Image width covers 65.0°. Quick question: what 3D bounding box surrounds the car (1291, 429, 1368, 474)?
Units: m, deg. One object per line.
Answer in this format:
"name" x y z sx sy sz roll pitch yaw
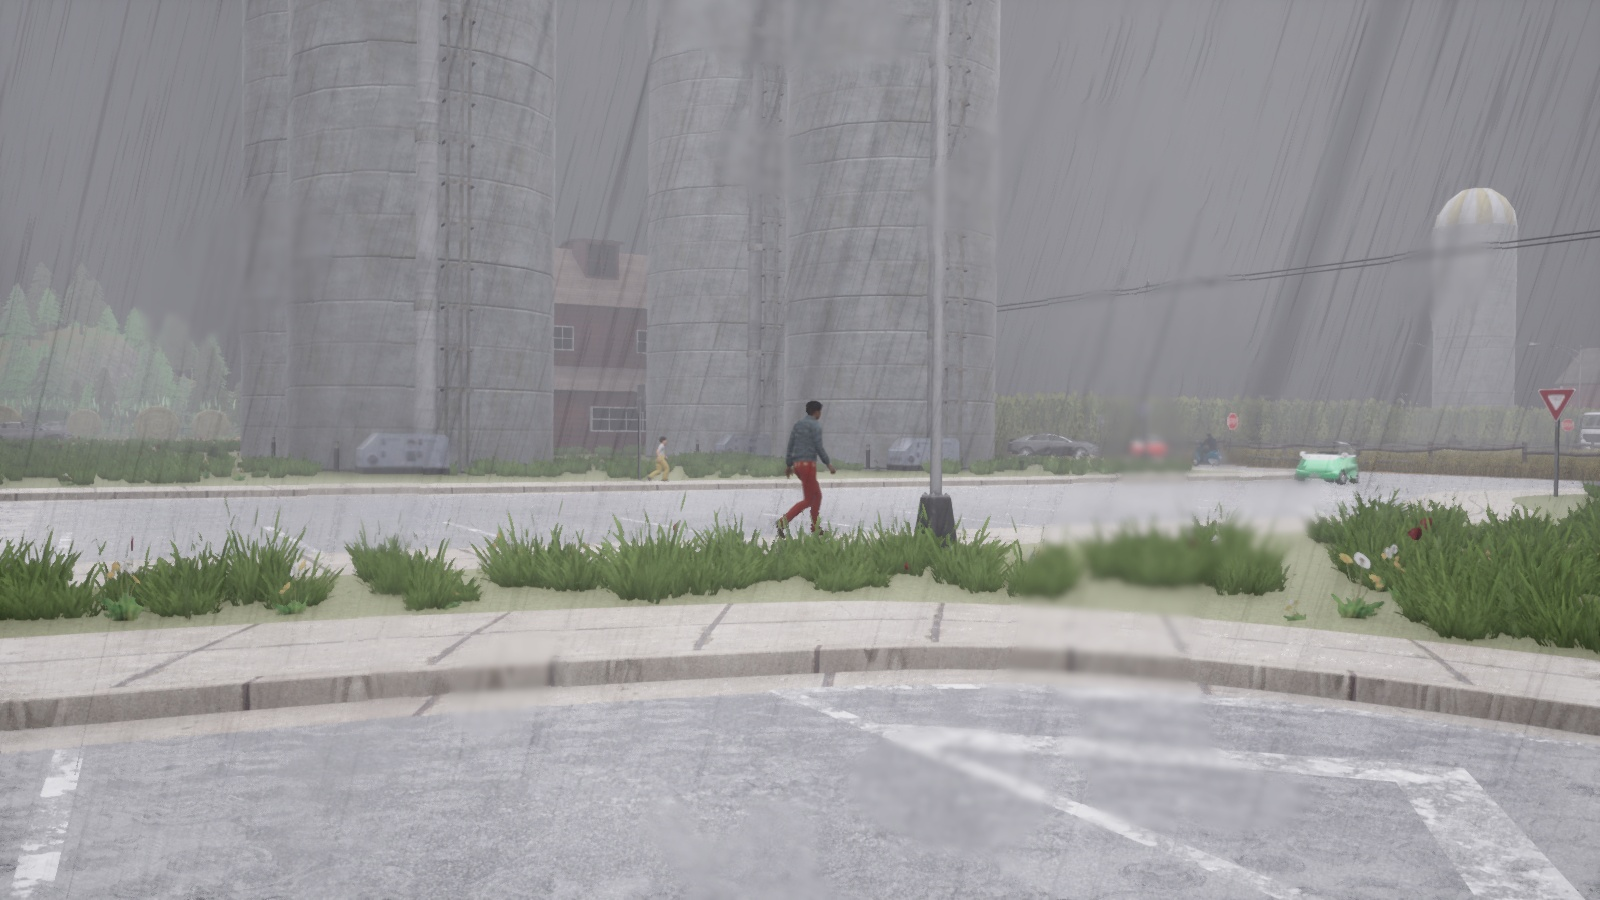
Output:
"car" 16.825 0.023 39.871 2.207 1.376 1.481 -1 1 -43

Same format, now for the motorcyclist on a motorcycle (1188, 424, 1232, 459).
"motorcyclist on a motorcycle" 18.786 -0.388 57.579 0.866 1.590 1.817 -1 1 -29

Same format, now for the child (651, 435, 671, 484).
"child" -3.597 0.243 32.569 0.437 1.263 0.270 -1 1 -21

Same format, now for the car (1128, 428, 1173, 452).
"car" 20.757 -0.581 74.380 2.207 1.376 1.481 -1 1 -29

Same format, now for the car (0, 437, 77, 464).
"car" -44.643 0.028 72.586 4.902 1.511 2.128 -1 1 -30

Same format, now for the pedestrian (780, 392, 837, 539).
"pedestrian" 0.114 0.191 16.050 0.614 1.847 0.353 -1 1 -31

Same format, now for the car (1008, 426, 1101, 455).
"car" 13.795 -0.505 68.251 4.902 1.511 2.128 0 1 10
